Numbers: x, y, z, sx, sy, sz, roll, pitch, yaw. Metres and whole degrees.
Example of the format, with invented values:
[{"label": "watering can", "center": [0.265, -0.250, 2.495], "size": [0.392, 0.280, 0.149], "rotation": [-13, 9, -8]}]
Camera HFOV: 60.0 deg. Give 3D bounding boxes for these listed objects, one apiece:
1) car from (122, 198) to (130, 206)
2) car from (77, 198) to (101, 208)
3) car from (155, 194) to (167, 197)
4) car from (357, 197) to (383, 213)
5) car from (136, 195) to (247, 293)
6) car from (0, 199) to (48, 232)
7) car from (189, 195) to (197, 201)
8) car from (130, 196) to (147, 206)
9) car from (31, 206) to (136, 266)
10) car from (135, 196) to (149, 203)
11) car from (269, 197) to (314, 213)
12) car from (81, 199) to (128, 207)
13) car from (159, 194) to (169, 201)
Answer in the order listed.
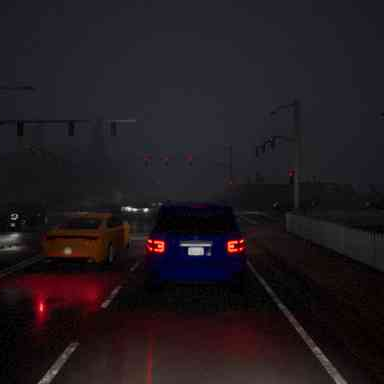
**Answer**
[{"label": "car", "center": [-10.468, 1.596, 53.315], "size": [1.895, 1.301, 4.718], "rotation": [0, 0, 0]}, {"label": "car", "center": [-11.598, 1.474, 39.574], "size": [1.882, 1.535, 5.008], "rotation": [1, 0, 17]}, {"label": "car", "center": [-6.852, 1.542, 67.248], "size": [2.033, 1.411, 5.357], "rotation": [0, 0, 0]}, {"label": "car", "center": [20.513, 1.349, 36.282], "size": [4.553, 1.767, 2.097], "rotation": [0, 0, -1]}, {"label": "car", "center": [0.083, 1.221, 9.007], "size": [2.150, 2.045, 5.566], "rotation": [0, 0, 0]}, {"label": "car", "center": [-10.553, 1.349, 20.176], "size": [2.097, 1.767, 4.553], "rotation": [0, 0, 0]}, {"label": "car", "center": [0.208, 1.533, 88.996], "size": [2.033, 1.411, 5.357], "rotation": [0, 0, 0]}, {"label": "car", "center": [-6.988, 1.522, 46.504], "size": [1.812, 1.442, 4.674], "rotation": [0, 0, 0]}, {"label": "car", "center": [-3.397, 1.477, 11.629], "size": [1.882, 1.535, 5.008], "rotation": [0, 0, 0]}, {"label": "car", "center": [-10.339, 1.517, 68.801], "size": [2.128, 1.511, 4.902], "rotation": [0, 0, 0]}, {"label": "car", "center": [10.731, 1.349, 36.062], "size": [4.553, 1.767, 2.097], "rotation": [0, 0, -1]}, {"label": "car", "center": [-7.036, 1.545, 27.474], "size": [2.033, 1.411, 5.357], "rotation": [0, 0, 0]}, {"label": "car", "center": [-6.811, 1.340, 80.724], "size": [2.097, 1.767, 4.553], "rotation": [0, 0, 0]}]
